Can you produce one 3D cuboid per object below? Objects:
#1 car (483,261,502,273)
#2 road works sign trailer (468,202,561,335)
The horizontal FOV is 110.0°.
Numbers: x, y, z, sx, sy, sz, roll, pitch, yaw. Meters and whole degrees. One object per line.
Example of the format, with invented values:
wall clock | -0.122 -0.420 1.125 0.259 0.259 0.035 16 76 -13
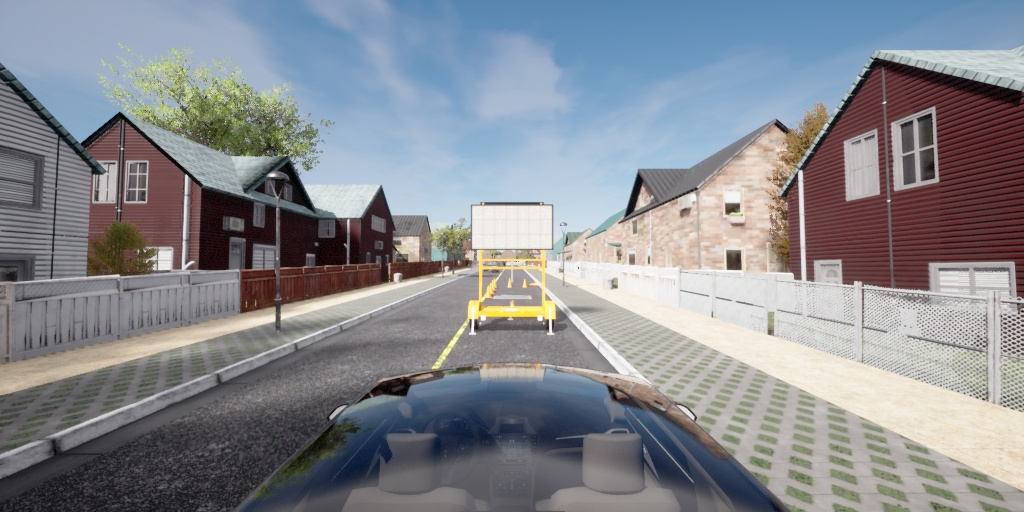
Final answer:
car | -2.707 1.432 46.511 2.128 1.511 4.902 0 0 0
road works sign trailer | 0.005 0.227 10.558 2.380 3.560 2.880 0 0 1
